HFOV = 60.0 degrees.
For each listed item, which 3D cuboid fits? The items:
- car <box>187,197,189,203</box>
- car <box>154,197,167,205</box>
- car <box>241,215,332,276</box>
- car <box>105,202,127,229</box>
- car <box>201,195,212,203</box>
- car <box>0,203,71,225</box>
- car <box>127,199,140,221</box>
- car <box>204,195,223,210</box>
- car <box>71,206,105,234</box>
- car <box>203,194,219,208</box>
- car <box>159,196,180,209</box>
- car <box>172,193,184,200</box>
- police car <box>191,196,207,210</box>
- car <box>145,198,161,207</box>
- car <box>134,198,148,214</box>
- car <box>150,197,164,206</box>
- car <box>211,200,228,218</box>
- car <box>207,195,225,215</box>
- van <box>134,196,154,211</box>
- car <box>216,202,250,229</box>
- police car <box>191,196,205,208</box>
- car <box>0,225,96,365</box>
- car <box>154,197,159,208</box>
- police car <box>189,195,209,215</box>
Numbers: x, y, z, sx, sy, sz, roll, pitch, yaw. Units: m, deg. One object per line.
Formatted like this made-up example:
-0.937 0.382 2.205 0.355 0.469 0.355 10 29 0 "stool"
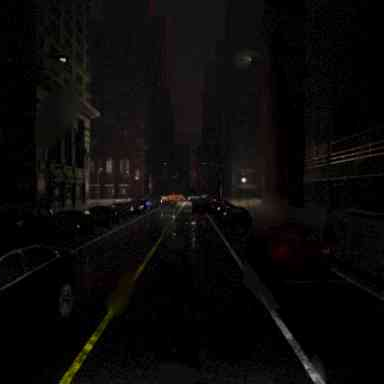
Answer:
0.030 1.547 68.227 1.895 1.301 4.718 0 0 0 "car"
-5.739 1.532 60.748 1.947 1.339 4.313 0 0 0 "car"
2.764 1.572 10.021 1.802 1.307 4.206 0 0 0 "car"
-5.756 1.546 21.292 1.947 1.339 4.313 0 0 0 "car"
2.788 1.406 66.383 1.967 1.590 4.097 0 0 0 "car"
-5.762 1.306 10.019 2.192 1.841 5.009 0 0 0 "car"
-5.754 1.526 26.929 2.008 1.369 4.403 0 0 0 "car"
2.777 1.282 43.838 2.192 1.841 5.009 0 0 0 "car"
-5.758 1.551 15.656 1.947 1.339 4.313 0 0 0 "car"
2.780 1.281 49.474 2.192 1.841 5.009 0 0 0 "car"
-3.069 1.568 44.818 1.895 1.301 4.718 0 0 0 "car"
-4.405 1.147 85.372 4.553 1.767 2.097 0 0 38 "car"
0.888 1.392 43.931 1.930 1.638 5.238 0 0 0 "police car"
-5.744 1.548 49.476 1.802 1.307 4.206 0 0 0 "car"
-5.751 1.554 32.566 1.802 1.307 4.206 0 0 0 "car"
-5.741 1.532 55.112 1.947 1.339 4.313 0 0 0 "car"
2.771 1.557 26.931 1.802 1.307 4.206 0 0 0 "car"
2.773 1.412 32.567 1.967 1.590 4.097 0 0 0 "car"
-5.750 1.310 38.202 1.690 1.788 3.998 0 0 0 "van"
2.769 1.561 21.294 1.802 1.307 4.206 0 0 0 "car"
0.890 1.391 49.931 1.930 1.638 5.238 0 0 0 "police car"
-3.098 1.487 4.442 2.128 1.511 4.902 0 0 0 "car"
-5.746 1.493 43.669 1.752 1.417 4.829 0 0 0 "car"
0.915 1.396 33.931 1.930 1.638 5.238 0 0 0 "police car"
